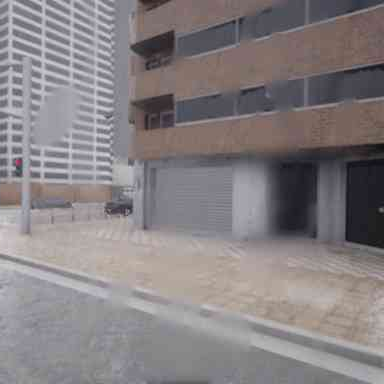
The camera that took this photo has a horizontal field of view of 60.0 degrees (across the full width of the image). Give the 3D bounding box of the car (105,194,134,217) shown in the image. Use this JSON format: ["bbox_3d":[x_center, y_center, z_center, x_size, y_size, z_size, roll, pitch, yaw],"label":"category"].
[{"bbox_3d":[-4.934,1.175,27.601,1.837,1.490,4.892,1,1,36],"label":"car"}]

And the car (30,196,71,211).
[{"bbox_3d":[-14.220,1.060,33.015,1.994,1.385,4.181,1,1,36],"label":"car"}]
